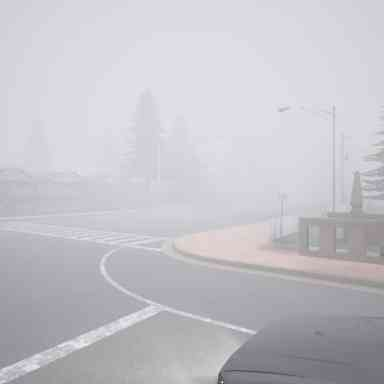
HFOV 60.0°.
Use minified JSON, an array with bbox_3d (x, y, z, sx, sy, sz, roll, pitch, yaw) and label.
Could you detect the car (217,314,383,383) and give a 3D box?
[{"bbox_3d":[2.746,1.550,2.016,5.357,1.411,2.033,0,0,36],"label":"car"}]
